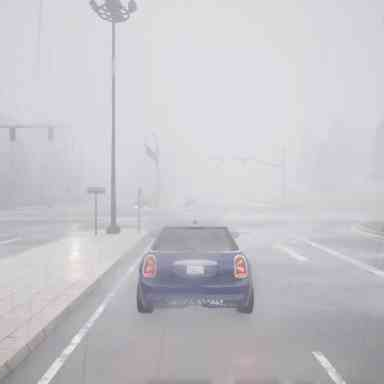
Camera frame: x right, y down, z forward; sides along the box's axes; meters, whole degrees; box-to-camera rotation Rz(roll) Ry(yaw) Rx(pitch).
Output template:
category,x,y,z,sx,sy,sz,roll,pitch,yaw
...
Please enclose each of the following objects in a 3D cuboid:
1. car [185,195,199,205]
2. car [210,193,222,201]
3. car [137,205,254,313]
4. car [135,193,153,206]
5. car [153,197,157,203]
category,x,y,z,sx,sy,sz,roll,pitch,yaw
car,-0.157,1.525,54.623,1.812,1.442,4.674,0,0,-1
car,6.363,1.214,84.913,2.150,2.045,5.566,0,0,-1
car,0.072,1.352,7.803,2.097,1.767,4.553,0,0,0
car,-8.265,1.352,55.982,2.097,1.767,4.553,0,0,-1
car,-8.363,1.547,65.596,2.033,1.411,5.357,0,0,0
